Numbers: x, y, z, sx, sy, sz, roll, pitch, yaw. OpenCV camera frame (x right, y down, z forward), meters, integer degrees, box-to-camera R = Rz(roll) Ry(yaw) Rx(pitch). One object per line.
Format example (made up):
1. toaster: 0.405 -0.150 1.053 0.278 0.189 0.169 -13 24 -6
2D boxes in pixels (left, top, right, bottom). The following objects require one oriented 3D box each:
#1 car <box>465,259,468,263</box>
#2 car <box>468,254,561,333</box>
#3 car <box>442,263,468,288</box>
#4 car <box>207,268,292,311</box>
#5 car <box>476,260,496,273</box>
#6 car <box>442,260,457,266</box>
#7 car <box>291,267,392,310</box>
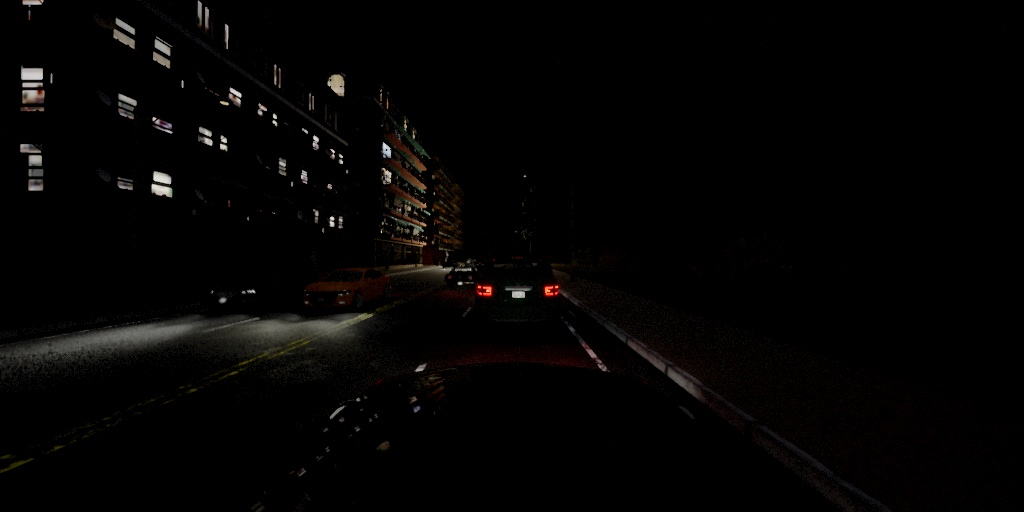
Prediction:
1. car: -6.545 1.244 57.634 2.128 1.511 4.902 0 0 0
2. car: 0.111 0.973 10.837 2.150 2.045 5.566 0 0 -1
3. car: -3.133 1.354 23.999 1.895 1.301 4.718 0 0 0
4. car: -9.841 1.244 14.657 2.128 1.511 4.902 0 0 0
5. car: -3.120 1.243 44.192 2.128 1.511 4.902 0 0 0
6. car: -9.797 1.316 56.828 1.994 1.385 4.181 0 0 0
7. car: -6.590 1.230 14.871 1.882 1.535 5.008 0 0 0
